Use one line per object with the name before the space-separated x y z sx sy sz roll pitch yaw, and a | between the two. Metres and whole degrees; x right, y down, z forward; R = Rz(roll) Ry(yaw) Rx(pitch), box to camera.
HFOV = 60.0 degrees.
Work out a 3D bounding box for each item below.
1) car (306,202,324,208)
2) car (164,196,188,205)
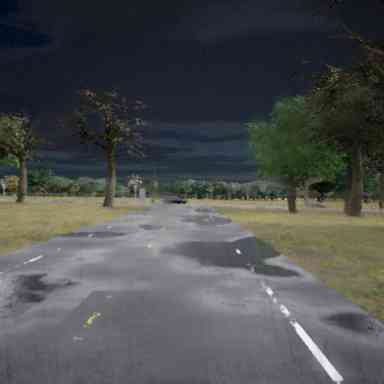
car | 30.362 3.284 82.410 4.181 1.385 1.994 2 0 0
car | -3.665 1.975 75.591 5.566 2.045 2.150 2 0 0
